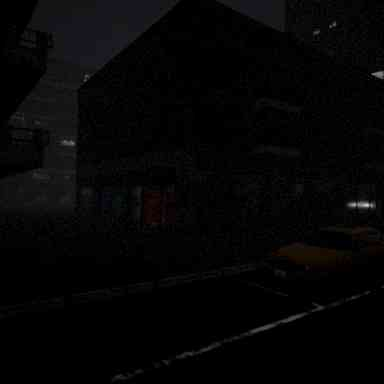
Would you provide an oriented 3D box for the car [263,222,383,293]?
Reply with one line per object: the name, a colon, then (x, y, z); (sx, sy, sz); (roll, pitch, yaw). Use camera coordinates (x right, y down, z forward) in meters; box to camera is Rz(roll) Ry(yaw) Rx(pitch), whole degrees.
car: (3.968, 1.526, 8.904); (4.829, 1.417, 1.752); (0, 2, -35)
